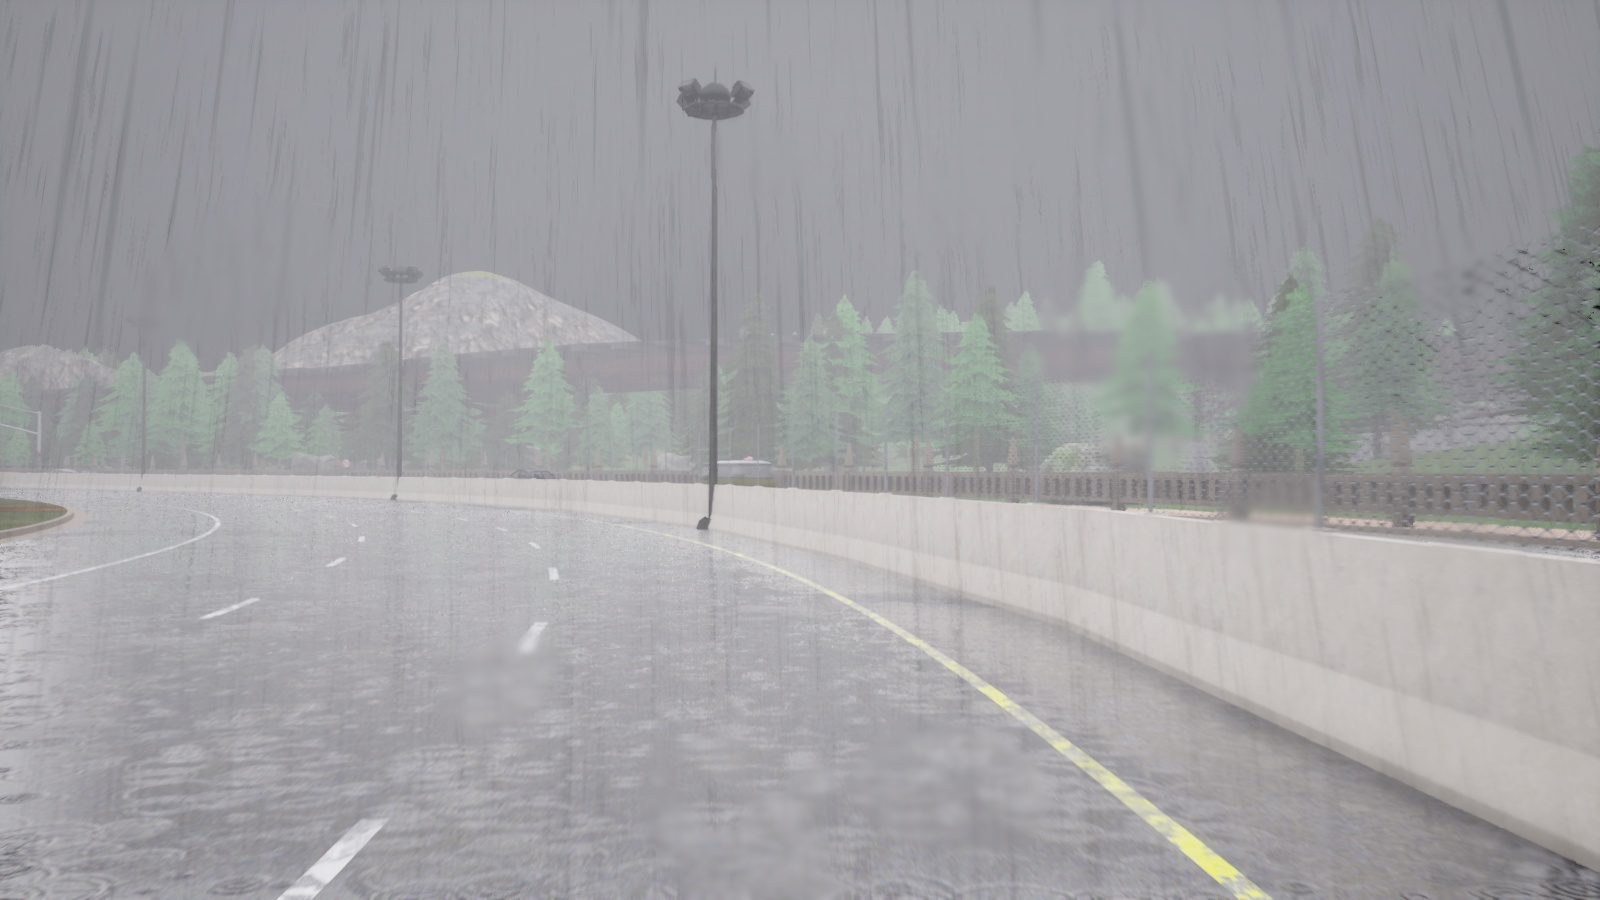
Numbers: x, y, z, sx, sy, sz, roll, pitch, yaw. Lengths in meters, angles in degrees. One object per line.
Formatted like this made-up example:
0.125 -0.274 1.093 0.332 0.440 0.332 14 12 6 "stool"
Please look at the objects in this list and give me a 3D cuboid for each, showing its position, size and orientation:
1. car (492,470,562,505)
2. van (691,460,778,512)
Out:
-13.260 1.788 60.936 1.851 1.617 3.988 1 -1 -36 "car"
-2.698 1.431 50.957 1.775 1.987 4.442 0 -1 -28 "van"
